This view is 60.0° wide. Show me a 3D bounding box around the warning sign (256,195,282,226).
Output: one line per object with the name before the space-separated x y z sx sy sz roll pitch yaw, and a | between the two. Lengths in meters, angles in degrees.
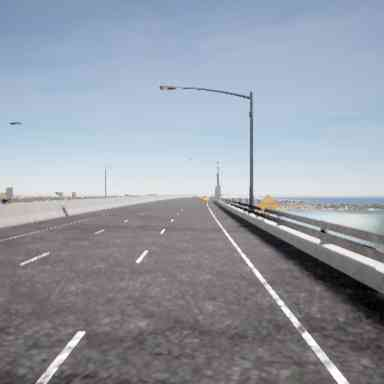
warning sign | 4.659 1.101 20.290 1.300 1.860 1.060 -1 -1 1

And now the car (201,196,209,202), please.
car | 3.094 1.628 79.824 1.882 1.535 5.008 0 0 3
